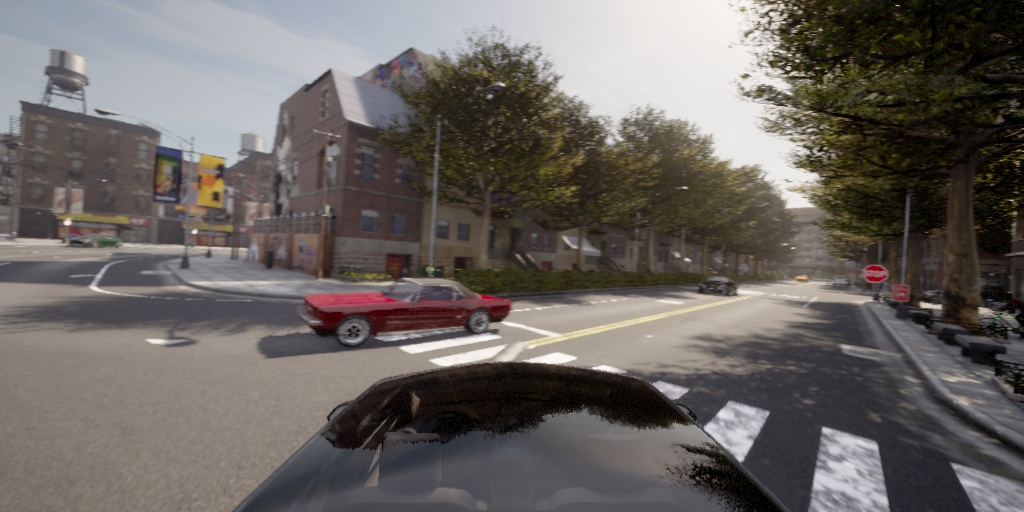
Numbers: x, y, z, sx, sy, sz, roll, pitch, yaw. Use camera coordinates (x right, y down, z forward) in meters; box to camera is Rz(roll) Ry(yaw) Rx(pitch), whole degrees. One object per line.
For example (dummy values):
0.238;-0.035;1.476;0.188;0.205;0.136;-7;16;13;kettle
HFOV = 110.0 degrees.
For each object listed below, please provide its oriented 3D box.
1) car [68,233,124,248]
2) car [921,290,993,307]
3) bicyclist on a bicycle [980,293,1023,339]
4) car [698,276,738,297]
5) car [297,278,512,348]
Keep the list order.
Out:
-46.363;-1.785;40.074;2.097;1.767;4.553;4;0;-10;car
40.737;3.796;32.970;4.181;1.385;1.994;4;0;34;car
17.686;2.129;12.661;1.656;1.620;0.582;3;0;43;bicyclist on a bicycle
15.870;2.269;27.518;1.994;1.385;4.181;4;0;43;car
-2.388;1.196;8.631;4.718;1.301;1.895;3;0;-38;car
